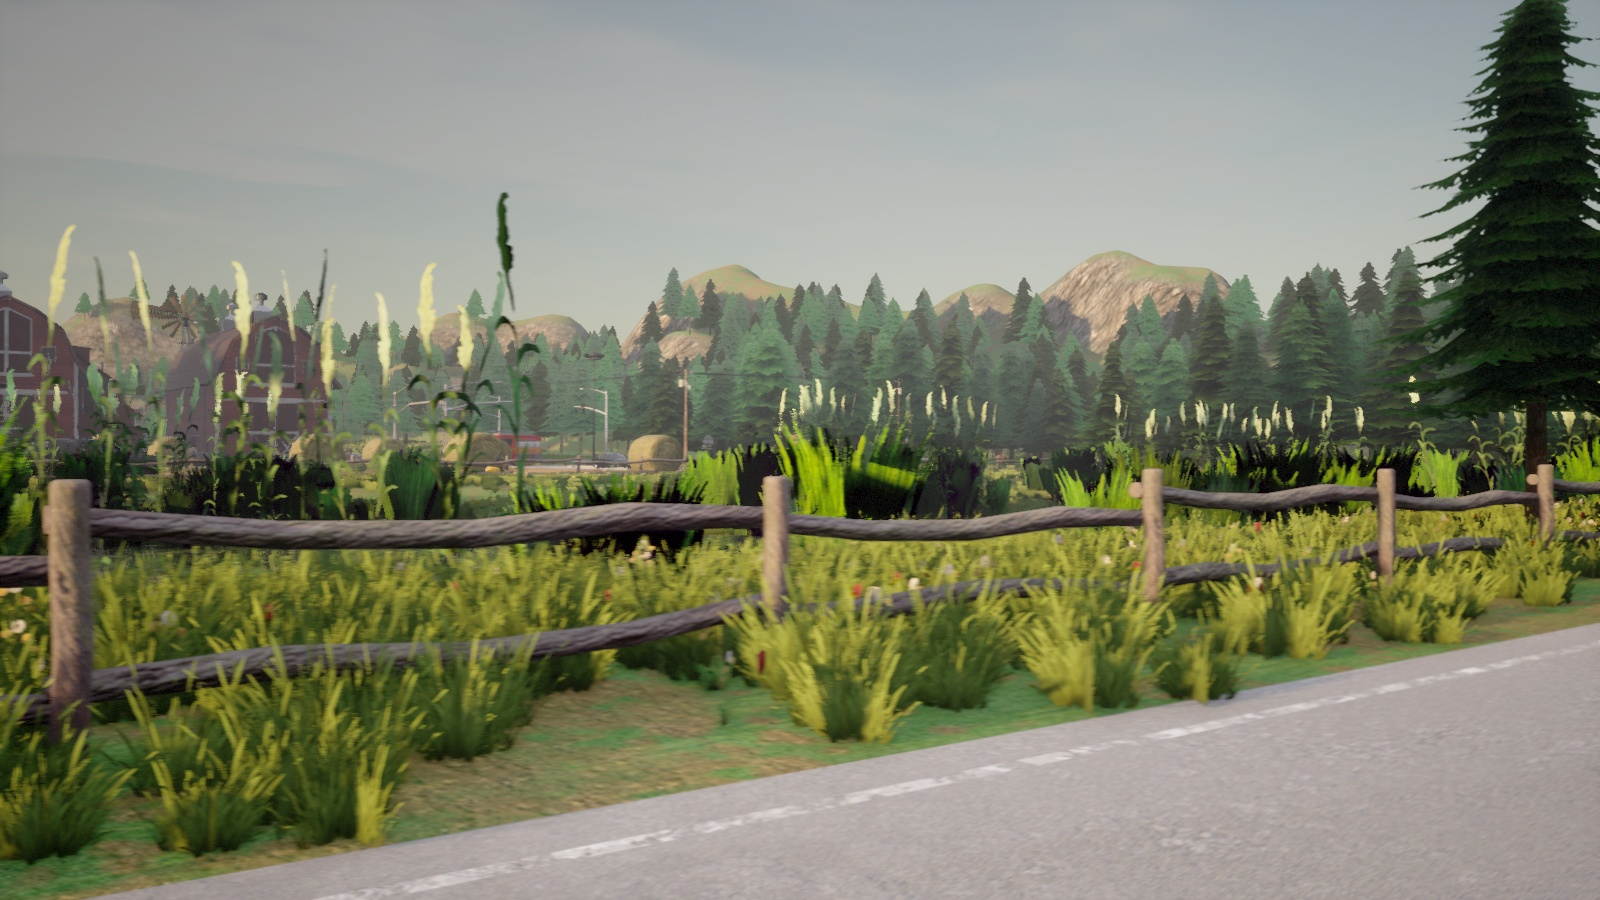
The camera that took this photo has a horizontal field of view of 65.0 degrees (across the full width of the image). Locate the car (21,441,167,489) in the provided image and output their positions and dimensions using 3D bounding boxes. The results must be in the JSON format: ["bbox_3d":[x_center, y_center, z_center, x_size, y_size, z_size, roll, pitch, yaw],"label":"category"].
[{"bbox_3d":[-31.674,0.646,56.419,5.566,2.045,2.150,0,0,-35],"label":"car"}]
